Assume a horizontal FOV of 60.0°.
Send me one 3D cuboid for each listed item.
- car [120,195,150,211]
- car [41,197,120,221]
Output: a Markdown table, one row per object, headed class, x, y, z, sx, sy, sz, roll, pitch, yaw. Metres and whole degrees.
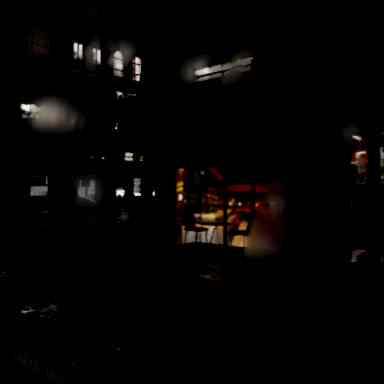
| class | x | y | z | sx | sy | sz | roll | pitch | yaw |
| --- | --- | --- | --- | --- | --- | --- | --- | --- | --- |
| car | -5.891 | 0.986 | 31.220 | 4.206 | 1.307 | 1.802 | -1 | 2 | -39 |
| car | -7.617 | 1.084 | 22.446 | 4.674 | 1.442 | 1.812 | -1 | 1 | -39 |
